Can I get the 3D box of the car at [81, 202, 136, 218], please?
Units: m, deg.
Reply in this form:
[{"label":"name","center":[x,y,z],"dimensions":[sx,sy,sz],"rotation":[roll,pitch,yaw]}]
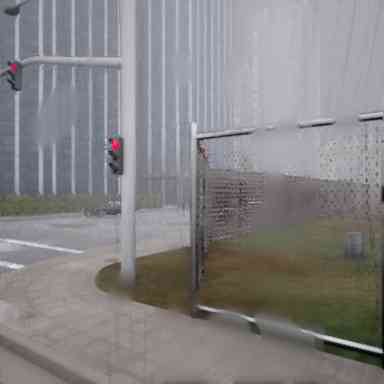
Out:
[{"label":"car","center":[-7.261,1.553,29.225],"dimensions":[1.895,1.301,4.718],"rotation":[0,0,36]}]
